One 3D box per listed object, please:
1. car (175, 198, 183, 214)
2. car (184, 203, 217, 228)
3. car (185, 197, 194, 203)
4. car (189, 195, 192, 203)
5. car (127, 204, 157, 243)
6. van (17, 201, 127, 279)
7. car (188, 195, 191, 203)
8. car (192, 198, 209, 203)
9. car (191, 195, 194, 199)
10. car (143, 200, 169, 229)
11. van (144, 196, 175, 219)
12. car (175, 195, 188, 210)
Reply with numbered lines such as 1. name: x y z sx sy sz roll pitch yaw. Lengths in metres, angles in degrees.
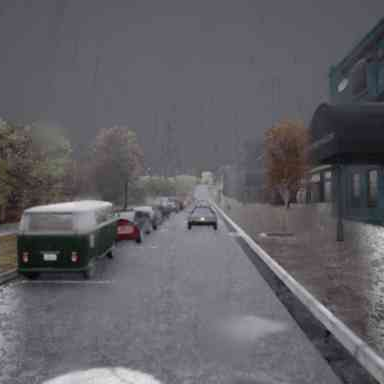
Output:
1. car: -2.478 1.745 38.962 2.002 1.452 4.674 0 0 2
2. car: 0.720 1.683 23.005 1.994 1.385 4.181 0 0 2
3. car: -0.715 2.008 88.839 2.097 1.535 5.008 0 0 4
4. car: -1.694 1.831 61.125 2.097 1.535 5.008 0 0 4
5. car: -3.262 1.597 16.809 2.163 1.488 4.792 0 1 0
6. van: -3.490 1.306 10.302 1.878 1.987 4.442 0 1 0
7. car: -1.890 1.784 55.580 2.097 1.535 5.008 0 0 4
8. car: 1.360 1.760 41.305 2.033 1.411 5.357 0 0 2
9. car: -1.324 1.896 71.371 1.946 1.575 5.366 0 0 4
10. car: -3.066 1.596 22.316 2.231 1.521 4.892 0 1 0
11. van: -2.860 1.422 27.999 1.878 1.987 4.442 0 0 4
12. car: -2.240 1.504 45.704 2.435 2.045 5.566 0 0 3
